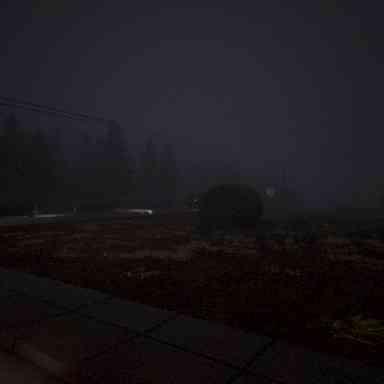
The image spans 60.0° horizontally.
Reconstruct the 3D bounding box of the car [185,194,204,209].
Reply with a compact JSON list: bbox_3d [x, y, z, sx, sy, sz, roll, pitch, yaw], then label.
[{"bbox_3d":[1.353,1.248,46.203,2.150,2.045,5.566,0,0,38],"label":"car"}]

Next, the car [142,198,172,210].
[{"bbox_3d":[-4.623,1.552,44.290,1.812,1.442,4.674,0,0,37],"label":"car"}]

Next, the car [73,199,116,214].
[{"bbox_3d":[-10.581,1.518,36.269,2.128,1.511,4.902,0,0,37],"label":"car"}]

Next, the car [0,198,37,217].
[{"bbox_3d":[-16.029,1.379,28.924,2.097,1.767,4.553,0,0,37],"label":"car"}]
